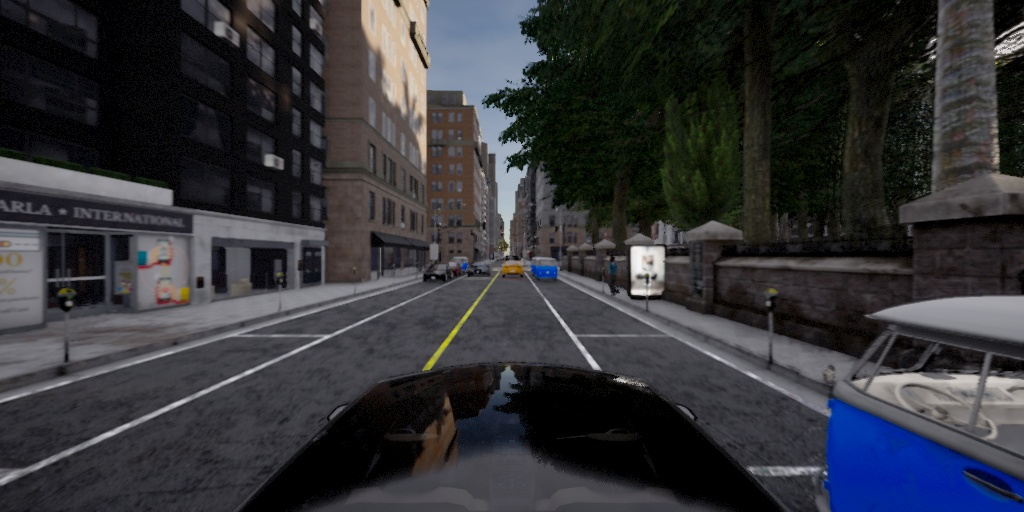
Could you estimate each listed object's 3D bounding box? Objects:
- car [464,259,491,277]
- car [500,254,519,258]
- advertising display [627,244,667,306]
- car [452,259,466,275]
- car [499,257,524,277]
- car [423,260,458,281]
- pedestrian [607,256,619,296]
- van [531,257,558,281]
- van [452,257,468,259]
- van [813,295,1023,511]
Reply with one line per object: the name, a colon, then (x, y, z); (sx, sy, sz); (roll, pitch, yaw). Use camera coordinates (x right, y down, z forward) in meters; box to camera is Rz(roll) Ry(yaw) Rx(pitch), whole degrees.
car: (-3.074, 1.230, 34.490); (1.994, 1.385, 4.181); (0, 0, 0)
car: (-0.025, 0.853, 44.131); (2.150, 2.045, 5.566); (0, 0, -1)
advertising display: (5.634, 0.746, 14.965); (1.540, 2.440, 0.280); (0, 0, 0)
car: (-5.858, 1.210, 34.473); (1.888, 1.381, 4.507); (0, 0, 0)
car: (0.066, 1.146, 33.565); (1.882, 1.535, 5.008); (0, 0, 0)
car: (-5.858, 1.249, 28.813); (1.948, 1.339, 4.313); (0, 0, 0)
pedestrian: (4.480, 0.853, 15.996); (0.375, 1.860, 0.375); (0, 0, -10)
van: (2.667, 1.023, 28.825); (1.690, 1.789, 3.998); (0, 0, 0)
van: (-5.858, 0.987, 40.133); (1.690, 1.789, 3.998); (0, 0, 0)
van: (2.668, 1.093, 0.535); (1.690, 1.789, 3.998); (0, 0, 0)
